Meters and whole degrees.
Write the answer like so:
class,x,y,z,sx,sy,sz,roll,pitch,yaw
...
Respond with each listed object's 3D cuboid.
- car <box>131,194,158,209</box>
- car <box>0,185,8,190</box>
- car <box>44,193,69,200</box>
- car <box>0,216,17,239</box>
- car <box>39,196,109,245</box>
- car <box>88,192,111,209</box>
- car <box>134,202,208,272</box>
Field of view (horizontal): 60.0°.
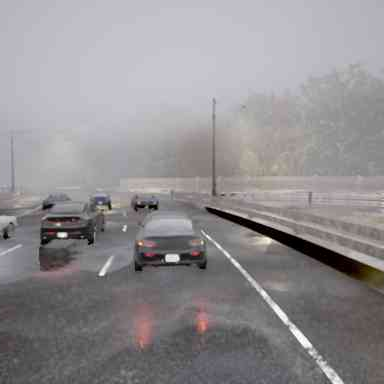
class,x,y,z,sx,sy,sz,roll,pitch,yaw
car,-4.034,0.802,27.762,1.895,1.301,4.718,-1,2,-14
car,-48.193,-1.045,81.941,4.553,1.767,2.097,1,2,36
car,-11.546,0.762,28.524,1.994,1.385,4.181,-1,2,-16
car,-7.922,1.280,11.613,1.895,1.301,4.718,0,2,-7
car,-4.678,1.121,13.495,1.837,1.490,4.892,0,2,-8
car,-8.227,0.682,29.681,1.812,1.442,4.674,-1,2,-17
car,-0.685,1.241,9.722,1.812,1.442,4.674,0,2,-6
